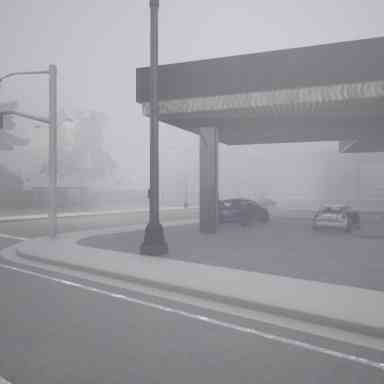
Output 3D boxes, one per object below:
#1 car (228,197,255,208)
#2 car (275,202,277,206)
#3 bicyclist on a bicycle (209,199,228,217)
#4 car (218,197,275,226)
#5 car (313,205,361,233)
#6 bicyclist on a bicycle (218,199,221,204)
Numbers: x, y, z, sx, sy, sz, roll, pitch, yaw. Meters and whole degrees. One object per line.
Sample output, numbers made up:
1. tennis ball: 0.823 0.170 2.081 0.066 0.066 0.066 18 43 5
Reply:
1. car: 7.471 1.505 49.853 1.837 1.490 4.892 0 0 36
2. car: 10.459 1.547 48.004 2.033 1.411 5.357 0 0 37
3. bicyclist on a bicycle: 2.456 1.453 30.454 1.656 1.620 0.582 0 0 18
4. car: 3.376 1.295 22.064 2.242 1.667 4.611 0 0 37
5. car: 8.450 1.456 19.265 1.970 1.475 3.806 0 0 37
6. bicyclist on a bicycle: 2.495 1.387 29.719 0.582 1.620 1.656 0 -9 -36
